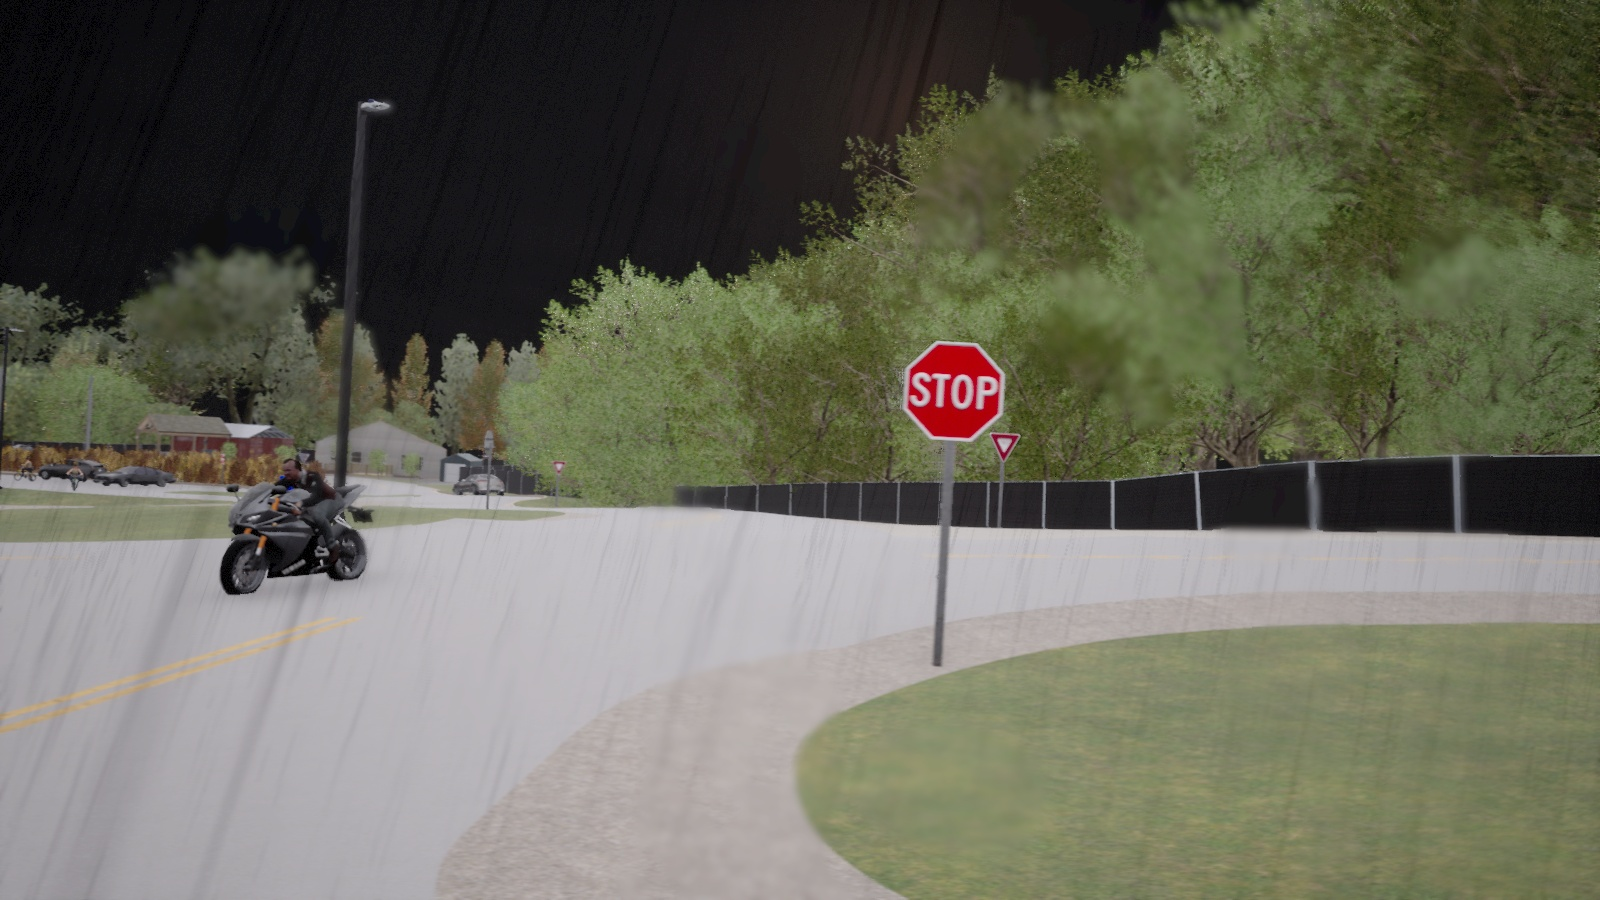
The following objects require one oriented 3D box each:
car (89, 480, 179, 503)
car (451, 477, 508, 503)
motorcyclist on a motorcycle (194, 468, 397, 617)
[{"bbox_3d":[-45.049,2.767,85.113,2.033,1.411,5.357,1,-1,21],"label":"car"},{"bbox_3d":[-22.953,2.882,89.883,2.152,1.651,5.027,1,-4,-37],"label":"car"},{"bbox_3d":[-5.758,1.000,14.500,0.866,1.530,2.191,0,1,23],"label":"motorcyclist on a motorcycle"}]
